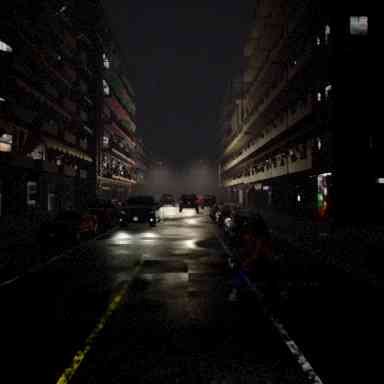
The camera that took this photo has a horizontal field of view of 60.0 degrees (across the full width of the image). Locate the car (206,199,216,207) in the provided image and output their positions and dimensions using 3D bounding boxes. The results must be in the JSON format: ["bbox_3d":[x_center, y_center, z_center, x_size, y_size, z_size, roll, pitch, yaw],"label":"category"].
[{"bbox_3d":[2.377,1.533,27.490,1.752,1.417,4.829,1,0,-1],"label":"car"}]

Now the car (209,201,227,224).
[{"bbox_3d":[2.449,1.556,21.753,2.008,1.369,4.403,1,0,-1],"label":"car"}]

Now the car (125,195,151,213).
[{"bbox_3d":[-6.139,1.327,38.383,2.192,1.841,5.009,1,0,-1],"label":"car"}]

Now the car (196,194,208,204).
[{"bbox_3d":[1.890,1.343,66.292,2.192,1.841,5.009,1,0,-1],"label":"car"}]

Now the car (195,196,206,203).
[{"bbox_3d":[1.817,1.583,71.860,2.008,1.369,4.403,1,0,-1],"label":"car"}]

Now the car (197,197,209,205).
[{"bbox_3d":[1.958,1.569,60.724,1.887,1.381,4.507,1,0,-1],"label":"car"}]

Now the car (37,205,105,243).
[{"bbox_3d":[-5.861,1.549,16.113,1.887,1.381,4.507,1,0,-1],"label":"car"}]

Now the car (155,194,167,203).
[{"bbox_3d":[-6.560,1.347,71.787,2.192,1.841,5.009,1,0,-1],"label":"car"}]

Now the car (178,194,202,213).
[{"bbox_3d":[-0.350,1.233,37.759,2.150,2.045,5.566,0,0,-1],"label":"car"}]

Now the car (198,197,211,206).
[{"bbox_3d":[2.028,1.572,55.157,2.008,1.369,4.403,1,0,-1],"label":"car"}]

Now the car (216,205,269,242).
[{"bbox_3d":[2.519,1.554,16.185,2.008,1.369,4.403,1,0,-1],"label":"car"}]

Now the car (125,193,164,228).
[{"bbox_3d":[-3.344,1.229,22.324,2.150,2.045,5.566,0,0,-1],"label":"car"}]

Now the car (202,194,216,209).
[{"bbox_3d":[2.171,1.330,44.023,2.192,1.841,5.009,1,0,-1],"label":"car"}]

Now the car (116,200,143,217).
[{"bbox_3d":[-6.069,1.535,32.645,1.752,1.417,4.829,1,0,-1],"label":"car"}]

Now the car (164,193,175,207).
[{"bbox_3d":[-3.715,1.240,50.892,2.150,2.045,5.566,0,0,-1],"label":"car"}]

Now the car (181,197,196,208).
[{"bbox_3d":[-0.483,1.509,48.243,2.128,1.511,4.902,0,0,-1],"label":"car"}]

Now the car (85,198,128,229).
[{"bbox_3d":[-5.928,1.321,21.681,2.192,1.841,5.009,1,0,-1],"label":"car"}]

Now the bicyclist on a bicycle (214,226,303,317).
[{"bbox_3d":[1.213,1.451,6.123,1.656,1.620,0.582,-2,0,-1],"label":"bicyclist on a bicycle"}]

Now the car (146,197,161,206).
[{"bbox_3d":[-6.352,1.587,55.086,1.947,1.339,4.313,1,0,-1],"label":"car"}]
